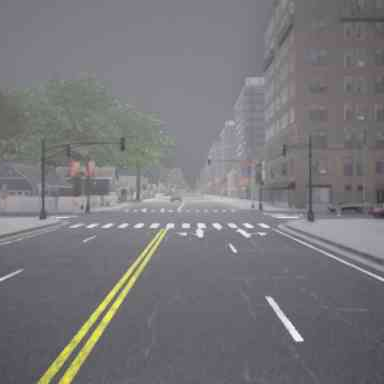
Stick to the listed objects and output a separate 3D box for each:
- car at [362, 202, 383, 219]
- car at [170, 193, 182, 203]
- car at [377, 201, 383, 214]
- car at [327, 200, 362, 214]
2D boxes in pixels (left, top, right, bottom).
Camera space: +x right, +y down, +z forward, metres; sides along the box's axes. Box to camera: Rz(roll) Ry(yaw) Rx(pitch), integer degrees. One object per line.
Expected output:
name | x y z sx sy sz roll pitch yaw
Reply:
car | 16.381 1.526 26.683 4.206 1.307 1.802 0 0 0
car | -3.255 1.173 69.411 2.150 2.045 5.566 0 0 0
car | 21.894 1.565 34.711 4.206 1.307 1.802 0 0 0
car | 16.375 1.551 34.708 4.313 1.339 1.947 0 0 0
